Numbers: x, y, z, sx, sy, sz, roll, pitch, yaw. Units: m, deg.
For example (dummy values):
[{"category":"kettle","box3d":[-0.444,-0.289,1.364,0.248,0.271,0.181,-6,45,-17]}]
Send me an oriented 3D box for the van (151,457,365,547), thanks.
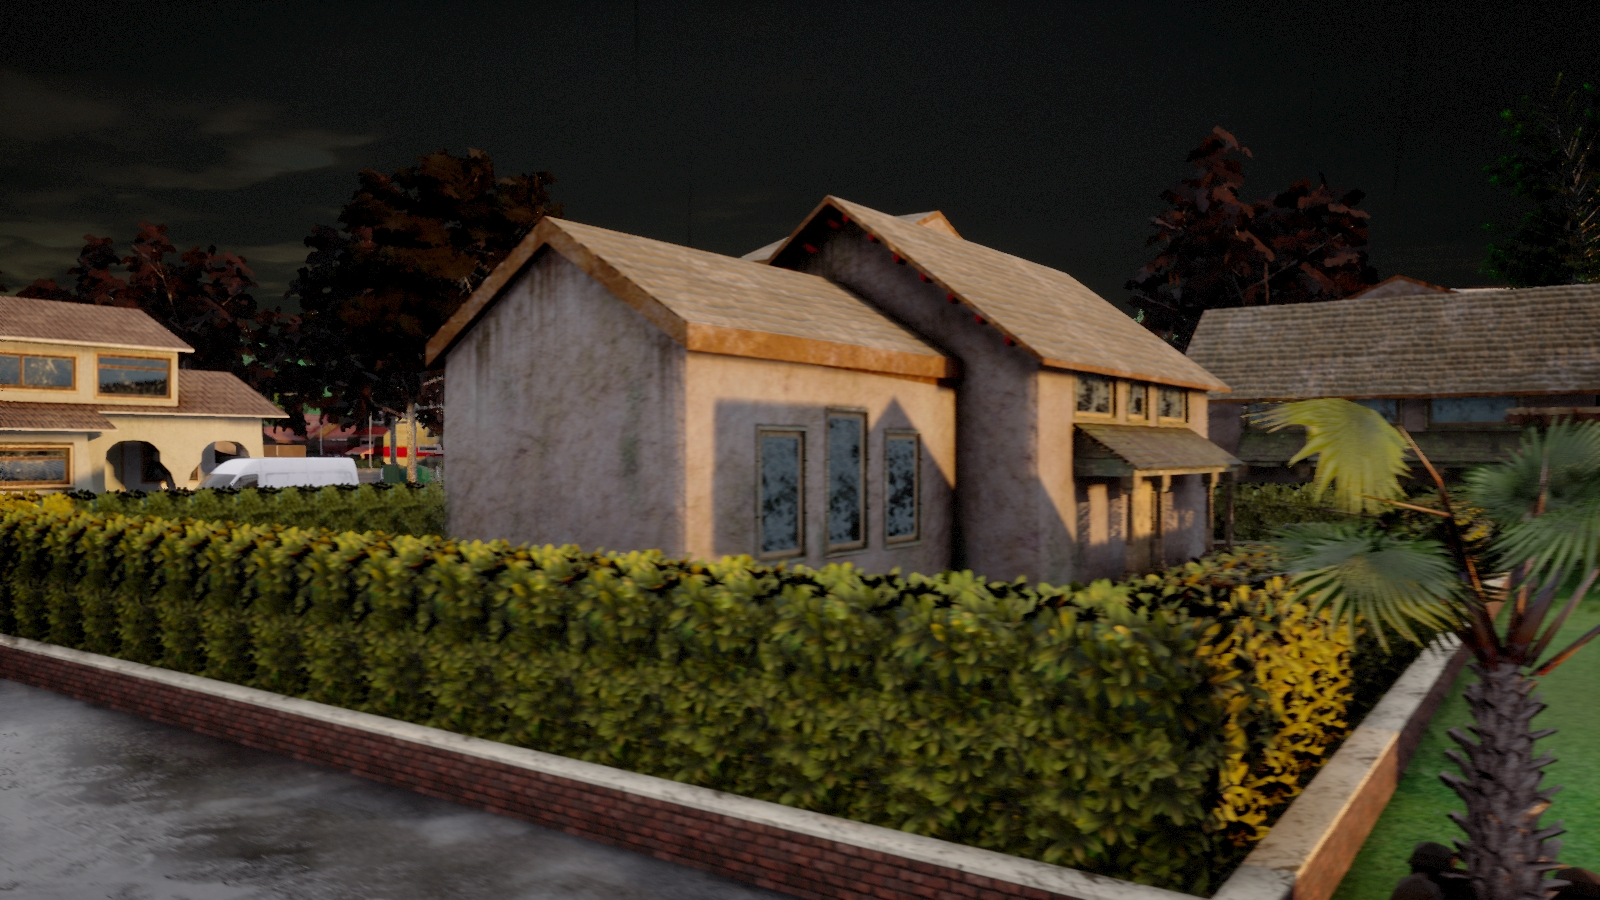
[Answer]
[{"category":"van","box3d":[-17.028,1.529,36.258,1.988,2.561,5.915,0,0,35]}]
